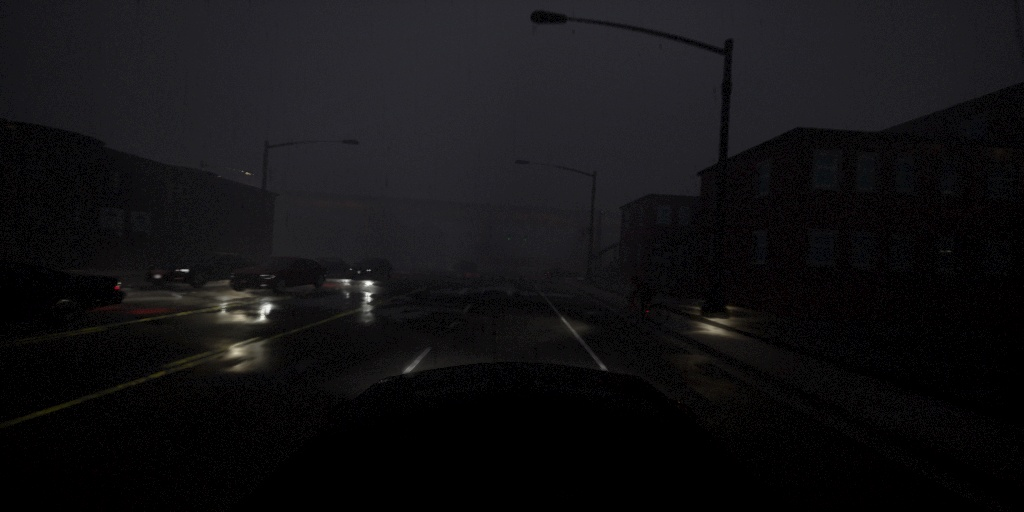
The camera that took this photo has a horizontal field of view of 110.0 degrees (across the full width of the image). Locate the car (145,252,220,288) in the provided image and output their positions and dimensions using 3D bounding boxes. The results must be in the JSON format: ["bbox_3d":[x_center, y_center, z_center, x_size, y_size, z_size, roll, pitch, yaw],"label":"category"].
[{"bbox_3d":[-13.990,0.571,16.642,2.128,1.511,4.902,3,-1,0],"label":"car"}]

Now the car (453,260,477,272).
[{"bbox_3d":[-6.223,1.310,46.843,2.128,1.511,4.902,4,-1,-29],"label":"car"}]

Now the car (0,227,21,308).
[{"bbox_3d":[-14.016,0.205,6.616,2.150,2.045,5.566,3,-1,0],"label":"car"}]

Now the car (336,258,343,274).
[{"bbox_3d":[-13.932,0.783,26.800,1.895,1.301,4.718,3,-1,1],"label":"car"}]

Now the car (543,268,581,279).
[{"bbox_3d":[6.305,2.126,45.004,4.718,1.301,1.895,4,-1,-22],"label":"car"}]

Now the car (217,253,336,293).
[{"bbox_3d":[-10.494,0.760,16.584,1.882,1.535,5.008,3,-1,0],"label":"car"}]

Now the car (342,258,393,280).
[{"bbox_3d":[-10.430,0.890,26.903,1.837,1.490,4.892,3,-1,1],"label":"car"}]

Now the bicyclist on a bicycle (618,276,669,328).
[{"bbox_3d":[4.165,1.452,11.495,1.656,1.620,0.582,-6,-1,0],"label":"bicyclist on a bicycle"}]

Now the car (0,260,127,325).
[{"bbox_3d":[-10.542,0.731,6.487,2.033,1.411,5.357,3,-1,0],"label":"car"}]
